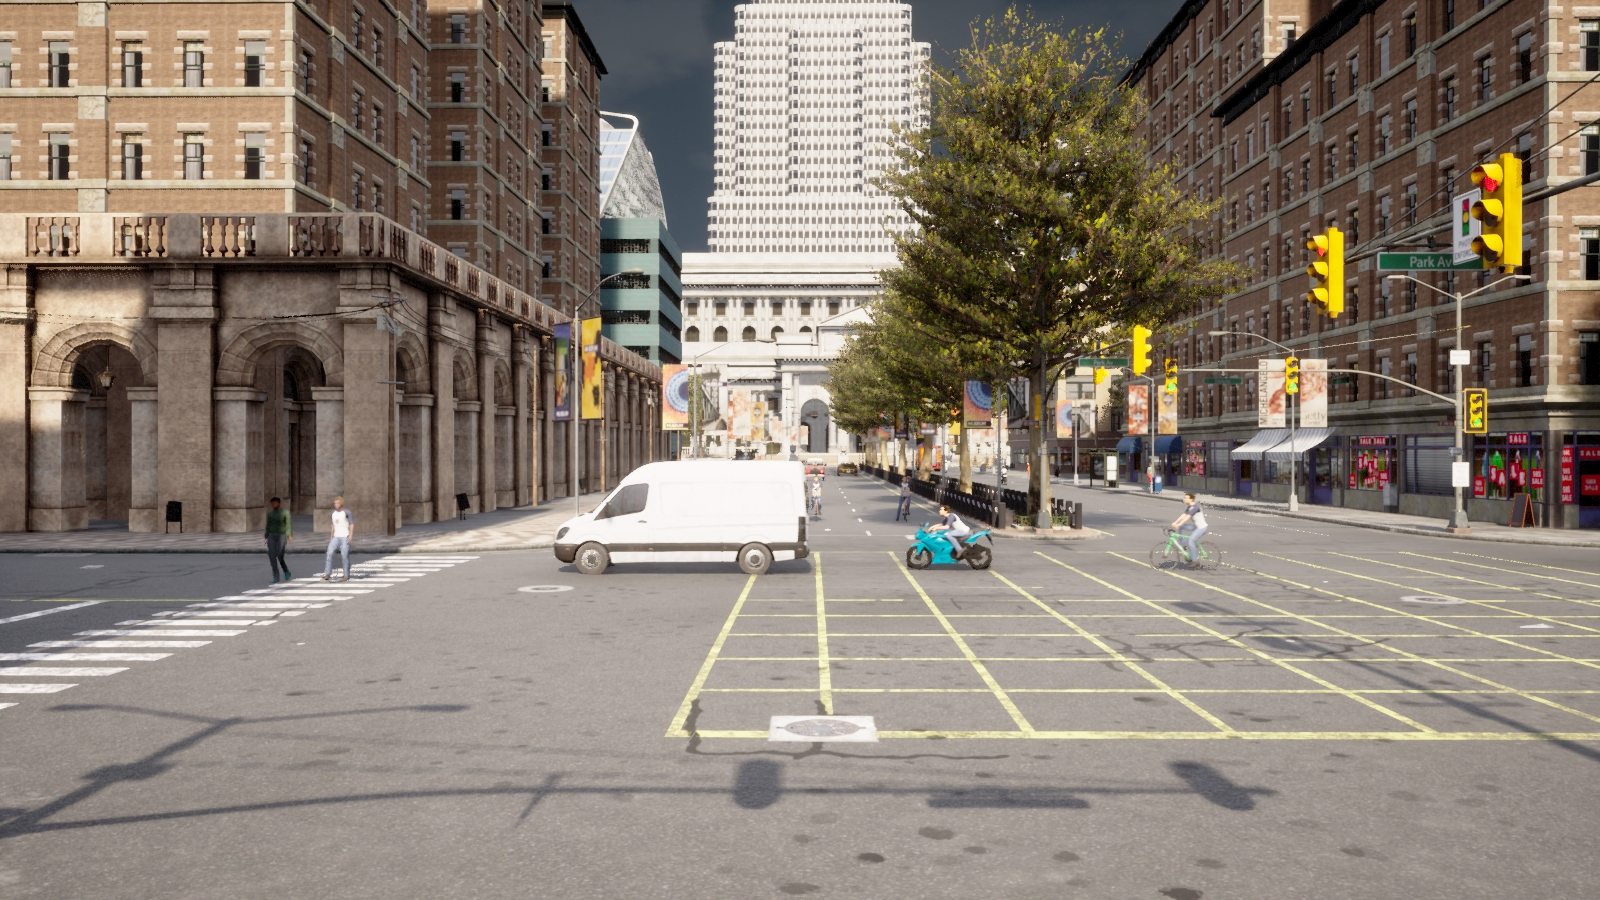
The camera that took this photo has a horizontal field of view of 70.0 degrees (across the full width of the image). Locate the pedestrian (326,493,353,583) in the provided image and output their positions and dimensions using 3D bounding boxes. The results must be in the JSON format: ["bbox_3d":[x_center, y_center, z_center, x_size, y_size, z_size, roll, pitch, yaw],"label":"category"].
[{"bbox_3d":[-9.702,1.849,24.067,0.375,1.860,0.375,0,0,11],"label":"pedestrian"}]

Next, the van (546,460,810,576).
[{"bbox_3d":[-2.728,1.535,26.562,5.915,2.561,1.988,0,0,0],"label":"van"}]

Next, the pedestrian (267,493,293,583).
[{"bbox_3d":[-10.969,1.848,24.110,0.375,1.860,0.375,0,0,1],"label":"pedestrian"}]

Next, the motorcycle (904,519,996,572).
[{"bbox_3d":[3.456,2.213,26.509,2.033,1.145,0.803,0,0,0],"label":"motorcycle"}]
